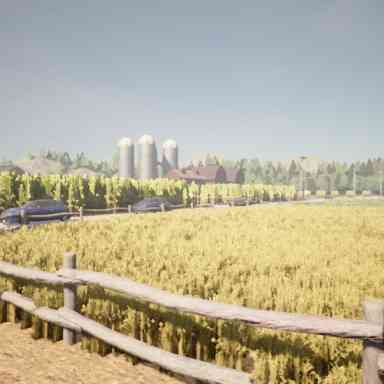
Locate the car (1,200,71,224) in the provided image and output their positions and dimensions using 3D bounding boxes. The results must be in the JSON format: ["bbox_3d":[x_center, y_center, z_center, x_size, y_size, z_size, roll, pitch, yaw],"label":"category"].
[{"bbox_3d":[-11.174,1.359,24.013,2.097,1.767,4.553,0,0,35],"label":"car"}]

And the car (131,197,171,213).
[{"bbox_3d":[-4.193,1.361,33.833,2.097,1.767,4.553,0,0,36],"label":"car"}]

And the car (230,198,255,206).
[{"bbox_3d":[6.692,1.495,43.506,2.128,1.511,4.902,0,0,35],"label":"car"}]
